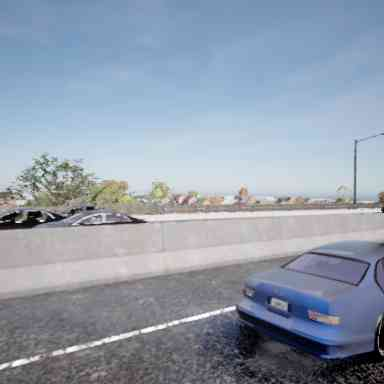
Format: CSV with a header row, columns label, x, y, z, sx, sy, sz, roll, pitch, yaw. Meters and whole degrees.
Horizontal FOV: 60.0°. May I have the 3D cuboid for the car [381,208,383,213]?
label,x,y,z,sx,sy,sz,roll,pitch,yaw
car,27.010,2.307,43.934,4.718,1.301,1.895,1,-1,-34

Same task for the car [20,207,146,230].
label,x,y,z,sx,sy,sz,roll,pitch,yaw
car,-4.190,1.550,13.882,4.902,1.511,2.128,1,-1,-35

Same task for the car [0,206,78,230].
label,x,y,z,sx,sy,sz,roll,pitch,yaw
car,-8.103,1.531,15.395,4.892,1.490,1.837,1,-1,-35

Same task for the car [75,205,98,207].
label,x,y,z,sx,sy,sz,roll,pitch,yaw
car,-7.054,1.582,20.431,4.892,1.490,1.837,1,-1,-35

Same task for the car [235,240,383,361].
label,x,y,z,sx,sy,sz,roll,pitch,yaw
car,3.248,1.628,6.042,5.357,1.411,2.033,1,-1,-35
